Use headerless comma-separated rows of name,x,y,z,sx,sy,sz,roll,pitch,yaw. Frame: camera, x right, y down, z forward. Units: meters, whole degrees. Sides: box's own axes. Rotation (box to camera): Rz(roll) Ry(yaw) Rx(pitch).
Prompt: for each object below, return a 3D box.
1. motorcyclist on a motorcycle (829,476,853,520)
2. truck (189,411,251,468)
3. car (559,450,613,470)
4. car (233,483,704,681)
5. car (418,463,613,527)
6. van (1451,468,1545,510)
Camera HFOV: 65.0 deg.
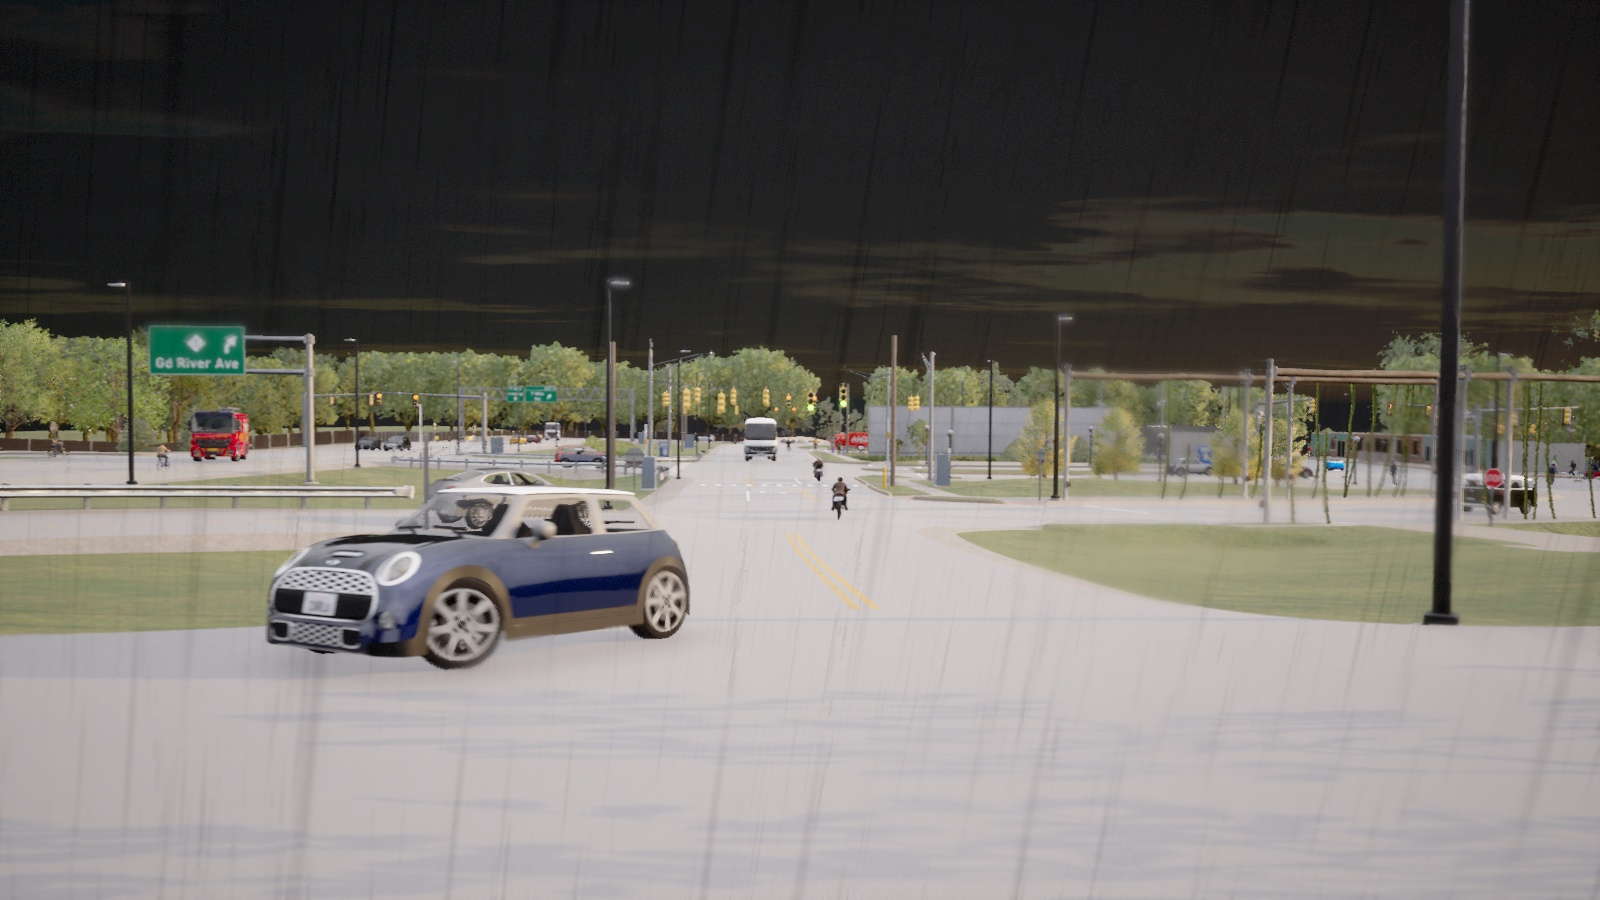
motorcyclist on a motorcycle,1.494,1.732,45.780,0.797,1.523,2.044,0,0,4
truck,-41.130,-0.776,89.298,2.891,3.827,8.468,0,1,-18
car,-16.352,0.752,96.063,3.806,1.475,1.970,0,1,2
car,-2.845,1.053,11.517,1.970,1.475,3.806,-1,-2,35
car,-8.167,1.279,36.320,5.027,1.651,2.152,2,1,-40
van,36.134,1.989,64.975,4.480,2.038,2.069,0,2,-28
